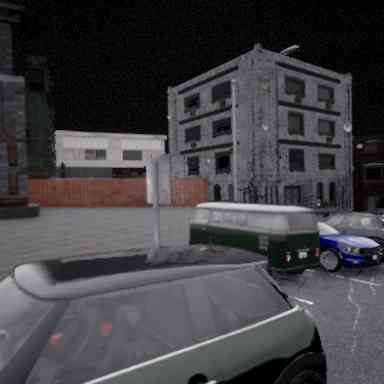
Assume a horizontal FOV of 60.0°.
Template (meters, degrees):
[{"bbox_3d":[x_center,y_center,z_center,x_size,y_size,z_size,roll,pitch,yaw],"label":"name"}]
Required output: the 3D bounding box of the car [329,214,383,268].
[{"bbox_3d":[3.907,1.644,11.790,2.097,1.535,5.008,2,-1,-35],"label":"car"}]

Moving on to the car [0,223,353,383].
[{"bbox_3d":[-0.965,1.355,2.690,4.553,1.767,2.097,0,0,-35],"label":"car"}]

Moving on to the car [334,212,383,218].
[{"bbox_3d":[8.450,1.834,15.246,1.946,1.575,5.366,2,-1,-35],"label":"car"}]

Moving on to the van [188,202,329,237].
[{"bbox_3d":[1.587,1.345,10.275,1.878,1.987,4.442,1,-1,-35],"label":"van"}]
